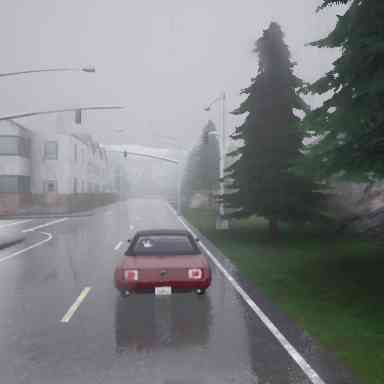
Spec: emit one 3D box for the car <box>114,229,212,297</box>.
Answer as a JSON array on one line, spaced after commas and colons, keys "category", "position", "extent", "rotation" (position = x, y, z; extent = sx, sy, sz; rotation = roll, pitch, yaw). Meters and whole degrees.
[{"category": "car", "position": [-0.734, 1.604, 8.576], "extent": [1.895, 1.301, 4.718], "rotation": [0, 0, -5]}]
